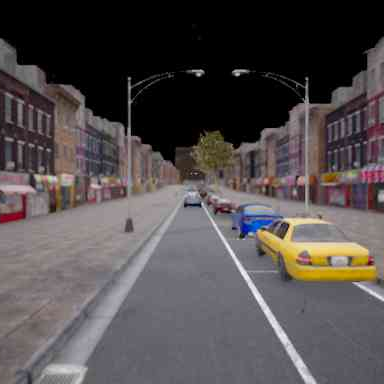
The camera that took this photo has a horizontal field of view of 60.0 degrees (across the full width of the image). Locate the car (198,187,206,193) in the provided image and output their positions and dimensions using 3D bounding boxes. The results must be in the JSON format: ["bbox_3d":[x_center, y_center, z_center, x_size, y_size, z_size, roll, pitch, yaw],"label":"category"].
[{"bbox_3d":[2.652,-0.635,89.360,1.887,1.381,4.507,2,2,0],"label":"car"}]

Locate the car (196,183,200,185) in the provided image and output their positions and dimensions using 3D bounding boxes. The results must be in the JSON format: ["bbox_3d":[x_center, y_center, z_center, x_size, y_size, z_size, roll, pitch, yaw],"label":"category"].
[{"bbox_3d":[2.658,-0.662,83.798,2.192,1.841,5.009,2,2,0],"label":"car"}]

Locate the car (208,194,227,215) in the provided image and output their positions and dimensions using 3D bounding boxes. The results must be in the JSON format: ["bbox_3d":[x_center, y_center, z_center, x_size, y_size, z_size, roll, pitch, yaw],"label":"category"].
[{"bbox_3d":[2.645,1.149,28.234,1.887,1.381,4.507,1,1,0],"label":"car"}]

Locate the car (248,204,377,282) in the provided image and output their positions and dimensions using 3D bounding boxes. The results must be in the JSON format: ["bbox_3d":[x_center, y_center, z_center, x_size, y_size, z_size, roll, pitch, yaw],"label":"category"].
[{"bbox_3d":[3.024,1.352,9.379,1.801,1.575,5.366,0,1,0],"label":"car"}]

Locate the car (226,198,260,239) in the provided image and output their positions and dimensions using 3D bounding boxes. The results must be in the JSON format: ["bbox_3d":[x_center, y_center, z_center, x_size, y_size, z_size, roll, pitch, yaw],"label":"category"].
[{"bbox_3d":[3.013,1.280,16.187,1.882,1.535,5.008,0,1,0],"label":"car"}]

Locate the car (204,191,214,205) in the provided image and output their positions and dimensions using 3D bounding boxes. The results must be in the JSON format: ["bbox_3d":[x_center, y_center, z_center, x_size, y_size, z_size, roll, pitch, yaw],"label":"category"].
[{"bbox_3d":[2.647,0.959,39.353,1.802,1.307,4.206,1,1,0],"label":"car"}]

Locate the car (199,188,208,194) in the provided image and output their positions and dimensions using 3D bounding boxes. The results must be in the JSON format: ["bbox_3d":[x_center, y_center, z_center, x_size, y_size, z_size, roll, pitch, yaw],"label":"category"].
[{"bbox_3d":[2.651,-0.214,78.251,1.947,1.339,4.313,2,2,0],"label":"car"}]

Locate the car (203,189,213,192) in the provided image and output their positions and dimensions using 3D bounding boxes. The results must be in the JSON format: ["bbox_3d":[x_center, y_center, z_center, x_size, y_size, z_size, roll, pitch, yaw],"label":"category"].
[{"bbox_3d":[2.649,0.766,45.080,1.752,1.417,4.829,1,1,0],"label":"car"}]

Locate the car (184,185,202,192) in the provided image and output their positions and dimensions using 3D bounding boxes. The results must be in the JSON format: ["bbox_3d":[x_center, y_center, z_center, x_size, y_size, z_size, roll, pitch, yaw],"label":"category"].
[{"bbox_3d":[0.006,0.325,50.386,2.150,2.045,5.566,0,2,0],"label":"car"}]

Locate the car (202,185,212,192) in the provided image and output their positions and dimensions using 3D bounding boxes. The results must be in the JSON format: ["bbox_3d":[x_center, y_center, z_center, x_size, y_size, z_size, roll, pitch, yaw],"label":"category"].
[{"bbox_3d":[2.655,0.261,56.020,2.192,1.841,5.009,1,2,0],"label":"car"}]

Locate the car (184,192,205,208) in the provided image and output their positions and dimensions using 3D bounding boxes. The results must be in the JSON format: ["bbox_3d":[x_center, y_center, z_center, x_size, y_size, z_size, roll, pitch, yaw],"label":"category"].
[{"bbox_3d":[0.078,0.979,37.593,1.994,1.385,4.181,0,1,0],"label":"car"}]
